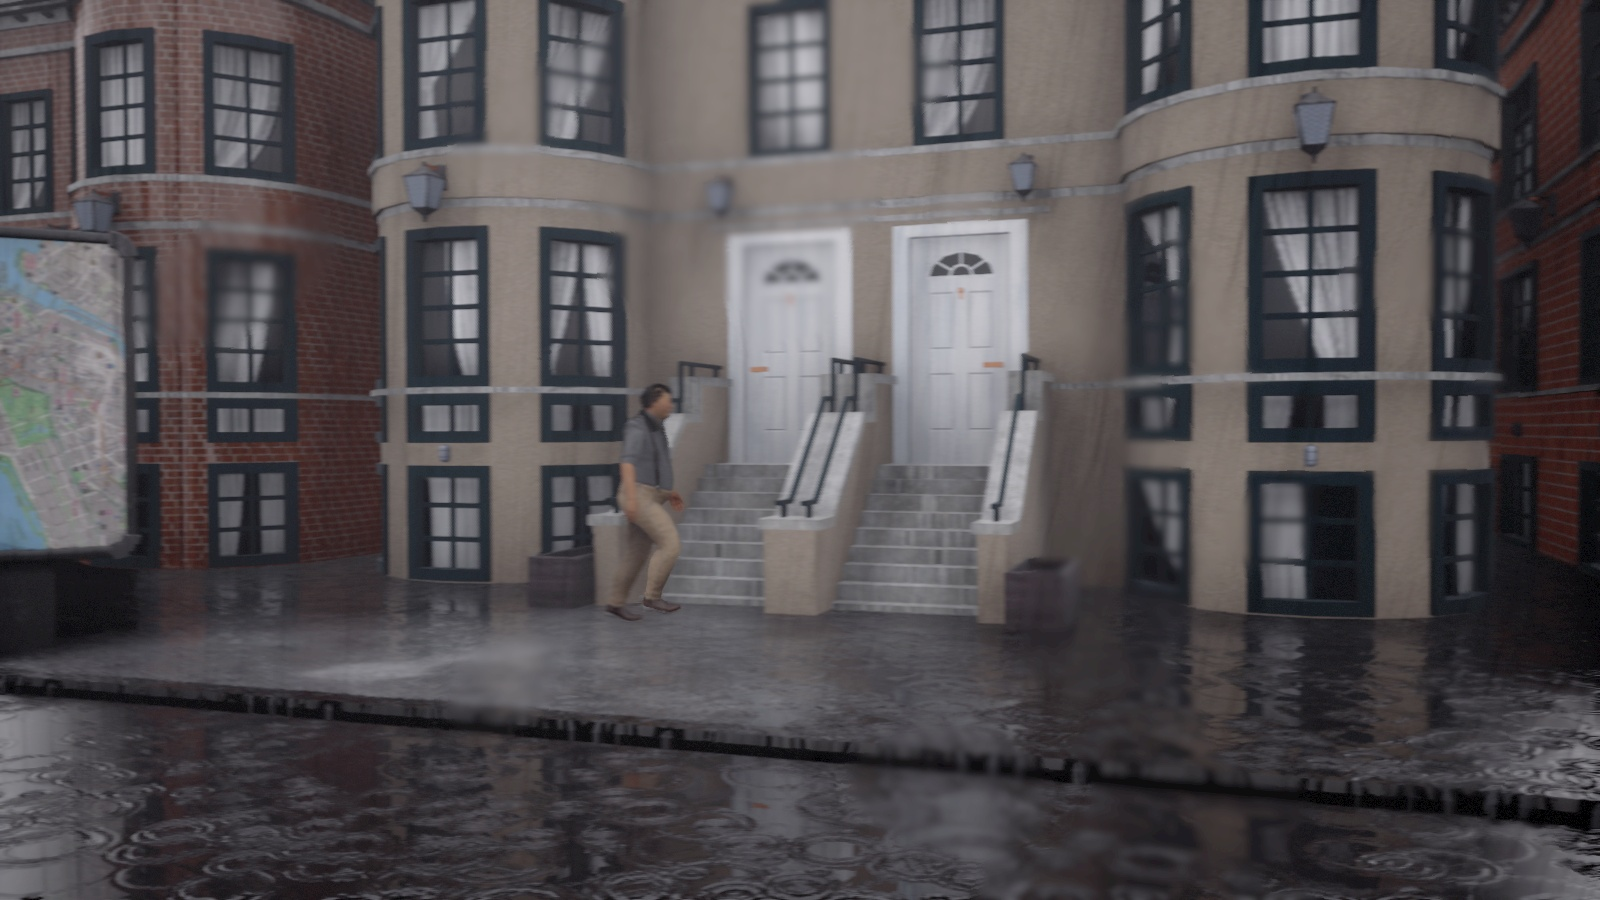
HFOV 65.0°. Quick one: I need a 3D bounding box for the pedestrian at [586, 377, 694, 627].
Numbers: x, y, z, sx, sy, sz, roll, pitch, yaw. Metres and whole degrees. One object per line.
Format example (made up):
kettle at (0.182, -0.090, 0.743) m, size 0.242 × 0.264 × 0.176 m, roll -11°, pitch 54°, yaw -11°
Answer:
pedestrian at (-1.213, 0.378, 9.583) m, size 0.694 × 1.848 × 0.540 m, roll 0°, pitch 1°, yaw 10°
